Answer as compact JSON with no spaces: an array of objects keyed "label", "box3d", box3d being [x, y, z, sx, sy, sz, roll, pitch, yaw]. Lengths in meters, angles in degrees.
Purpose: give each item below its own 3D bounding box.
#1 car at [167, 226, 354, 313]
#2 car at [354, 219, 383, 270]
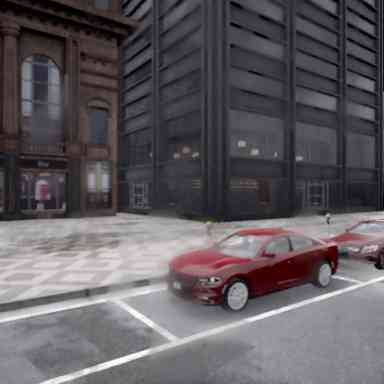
[{"label":"car","box3d":[1.550,1.539,7.640,4.507,1.381,1.887,0,0,-36]},{"label":"car","box3d":[6.139,1.570,10.917,4.206,1.307,1.802,0,0,-36]}]
